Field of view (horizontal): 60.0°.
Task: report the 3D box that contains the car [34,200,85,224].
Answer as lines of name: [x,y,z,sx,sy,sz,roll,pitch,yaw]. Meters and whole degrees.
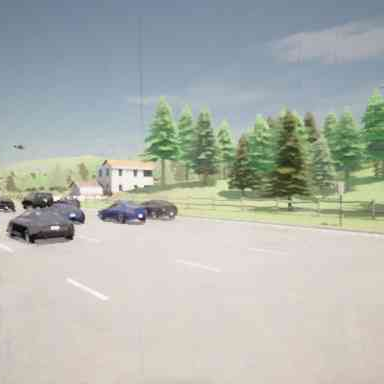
car: [-9.068,1.464,23.081,1.994,1.385,4.181,0,0,-42]

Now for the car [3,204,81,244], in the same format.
car: [-7.187,1.497,15.722,1.994,1.385,4.181,0,0,-42]

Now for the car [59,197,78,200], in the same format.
car: [-15.266,1.317,40.529,2.128,1.511,4.902,0,0,-42]

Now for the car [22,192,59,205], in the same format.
car: [-17.503,1.062,37.779,2.150,2.045,5.566,0,0,-42]

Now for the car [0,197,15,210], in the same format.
car: [-20.559,1.358,35.947,1.837,1.490,4.892,0,0,-42]

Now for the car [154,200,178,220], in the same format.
car: [-3.148,1.380,26.960,1.837,1.490,4.892,0,0,-42]

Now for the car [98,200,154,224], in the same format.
car: [-4.954,1.418,23.729,1.812,1.442,4.674,0,0,-42]
